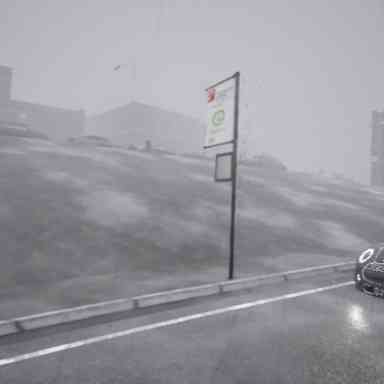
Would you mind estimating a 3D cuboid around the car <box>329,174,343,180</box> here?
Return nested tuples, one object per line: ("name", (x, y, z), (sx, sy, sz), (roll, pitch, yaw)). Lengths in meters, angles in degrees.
("car", (21.431, -2.056, 52.366), (2.002, 1.452, 4.674), (1, -2, 45))

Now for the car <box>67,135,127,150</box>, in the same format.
("car", (-7.564, -3.675, 26.725), (4.792, 1.488, 2.163), (2, -1, -37))

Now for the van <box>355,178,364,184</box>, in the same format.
("van", (29.133, -1.674, 60.504), (1.878, 1.987, 4.442), (1, -3, 43))

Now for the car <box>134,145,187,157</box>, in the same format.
("car", (-3.206, -3.479, 30.107), (4.674, 1.452, 2.002), (2, -1, -38))

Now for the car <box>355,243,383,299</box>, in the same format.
("car", (5.726, 1.376, 7.365), (4.553, 1.767, 2.097), (1, 0, -31))

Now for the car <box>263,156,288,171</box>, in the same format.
("car", (9.511, -3.149, 40.878), (5.566, 2.045, 2.435), (3, -1, -41))

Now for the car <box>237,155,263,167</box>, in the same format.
("car", (5.300, -3.252, 37.169), (4.553, 1.767, 2.185), (3, -1, -40))

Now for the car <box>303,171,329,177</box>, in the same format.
("car", (17.518, -2.345, 48.450), (4.674, 1.452, 2.002), (4, -2, -44))

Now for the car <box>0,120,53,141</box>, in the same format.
("car", (-12.147, -4.024, 23.304), (4.553, 1.767, 2.185), (2, -1, -35))

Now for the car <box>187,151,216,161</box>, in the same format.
("car", (1.003, -3.334, 33.522), (4.892, 1.521, 2.231), (2, -1, -39))

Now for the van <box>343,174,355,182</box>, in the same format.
("van", (25.386, -2.004, 56.439), (1.878, 1.987, 4.442), (1, -2, 44))
